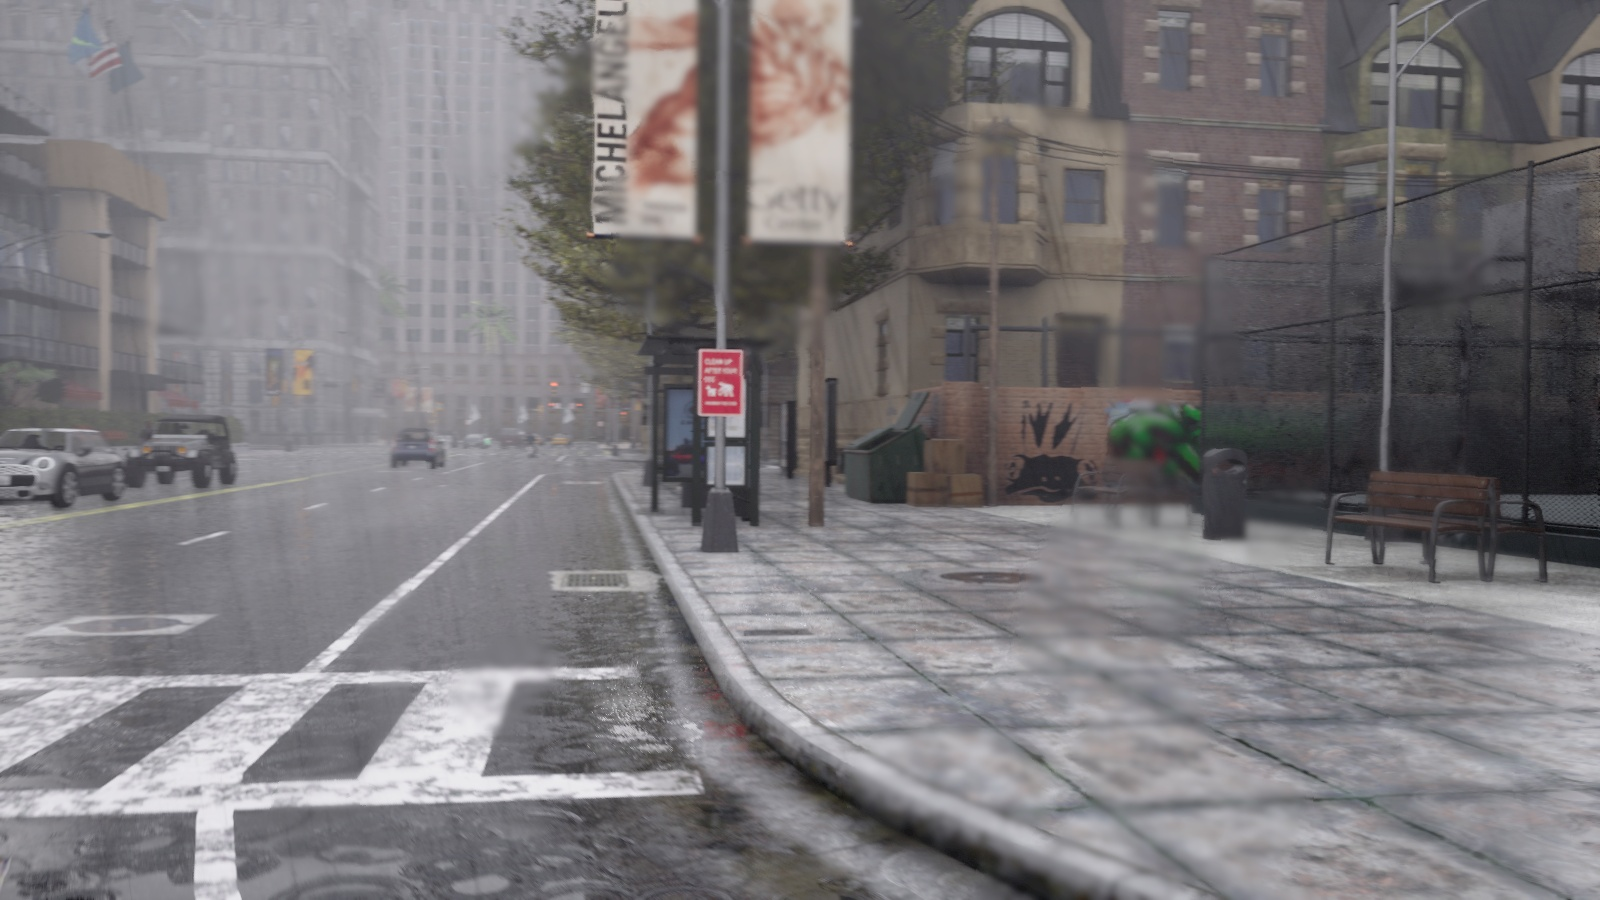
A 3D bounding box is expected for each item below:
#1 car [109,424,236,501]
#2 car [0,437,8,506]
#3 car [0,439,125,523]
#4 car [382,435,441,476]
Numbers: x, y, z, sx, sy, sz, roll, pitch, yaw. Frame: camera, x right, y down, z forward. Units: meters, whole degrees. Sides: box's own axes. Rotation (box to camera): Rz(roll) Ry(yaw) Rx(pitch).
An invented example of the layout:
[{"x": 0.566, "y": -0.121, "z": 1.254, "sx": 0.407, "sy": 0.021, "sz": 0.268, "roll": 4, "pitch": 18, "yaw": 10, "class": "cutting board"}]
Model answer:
[{"x": -16.234, "y": 0.288, "z": 32.697, "sx": 1.905, "sy": 1.878, "sz": 3.866, "roll": -1, "pitch": 1, "yaw": -10, "class": "car"}, {"x": -18.622, "y": 0.520, "z": 26.038, "sx": 1.801, "sy": 1.575, "sz": 5.366, "roll": -1, "pitch": 1, "yaw": -10, "class": "car"}, {"x": -14.745, "y": 0.540, "z": 24.161, "sx": 1.970, "sy": 1.475, "sz": 3.806, "roll": -1, "pitch": 1, "yaw": -10, "class": "car"}, {"x": -16.049, "y": 0.179, "z": 52.051, "sx": 1.851, "sy": 1.617, "sz": 3.988, "roll": -1, "pitch": 1, "yaw": -10, "class": "car"}]
